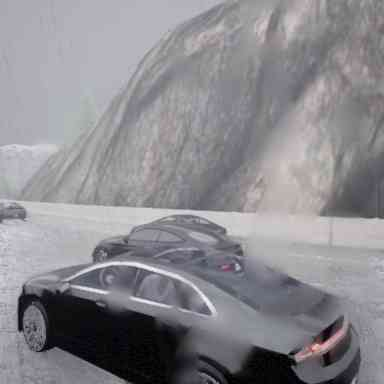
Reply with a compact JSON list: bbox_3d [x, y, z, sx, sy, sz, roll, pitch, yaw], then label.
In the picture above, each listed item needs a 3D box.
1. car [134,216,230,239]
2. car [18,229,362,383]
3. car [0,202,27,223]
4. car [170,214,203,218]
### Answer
[{"bbox_3d":[-0.743,1.543,9.059,4.674,1.442,1.812,0,0,37],"label":"car"},{"bbox_3d":[-0.474,1.500,4.469,4.902,1.511,2.128,0,0,37],"label":"car"},{"bbox_3d":[-14.521,1.526,25.929,2.128,1.511,4.902,0,0,-45],"label":"car"},{"bbox_3d":[-0.581,1.590,13.401,4.181,1.385,1.994,0,0,39],"label":"car"}]
